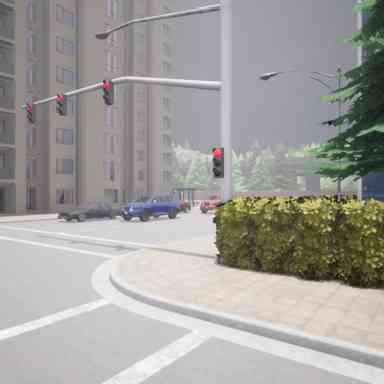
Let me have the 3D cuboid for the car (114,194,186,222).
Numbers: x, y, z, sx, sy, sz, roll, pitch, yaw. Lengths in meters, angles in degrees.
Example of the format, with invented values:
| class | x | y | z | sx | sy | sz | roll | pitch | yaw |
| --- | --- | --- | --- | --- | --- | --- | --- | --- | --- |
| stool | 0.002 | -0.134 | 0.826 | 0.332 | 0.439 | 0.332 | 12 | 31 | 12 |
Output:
| class | x | y | z | sx | sy | sz | roll | pitch | yaw |
| --- | --- | --- | --- | --- | --- | --- | --- | --- | --- |
| car | -3.269 | 1.221 | 26.946 | 2.150 | 2.045 | 5.566 | 0 | 0 | 36 |

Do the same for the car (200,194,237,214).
| class | x | y | z | sx | sy | sz | roll | pitch | yaw |
| --- | --- | --- | --- | --- | --- | --- | --- | --- | --- |
| car | 3.074 | 1.221 | 35.581 | 2.150 | 2.045 | 5.566 | 0 | 0 | 36 |

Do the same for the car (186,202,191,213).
| class | x | y | z | sx | sy | sz | roll | pitch | yaw |
| --- | --- | --- | --- | --- | --- | --- | --- | --- | --- |
| car | -2.088 | 1.478 | 34.469 | 1.882 | 1.535 | 5.008 | 0 | 0 | 36 |

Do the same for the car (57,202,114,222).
| class | x | y | z | sx | sy | sz | roll | pitch | yaw |
| --- | --- | --- | --- | --- | --- | --- | --- | --- | --- |
| car | -7.891 | 1.547 | 26.560 | 2.033 | 1.411 | 5.357 | 0 | 0 | 36 |
